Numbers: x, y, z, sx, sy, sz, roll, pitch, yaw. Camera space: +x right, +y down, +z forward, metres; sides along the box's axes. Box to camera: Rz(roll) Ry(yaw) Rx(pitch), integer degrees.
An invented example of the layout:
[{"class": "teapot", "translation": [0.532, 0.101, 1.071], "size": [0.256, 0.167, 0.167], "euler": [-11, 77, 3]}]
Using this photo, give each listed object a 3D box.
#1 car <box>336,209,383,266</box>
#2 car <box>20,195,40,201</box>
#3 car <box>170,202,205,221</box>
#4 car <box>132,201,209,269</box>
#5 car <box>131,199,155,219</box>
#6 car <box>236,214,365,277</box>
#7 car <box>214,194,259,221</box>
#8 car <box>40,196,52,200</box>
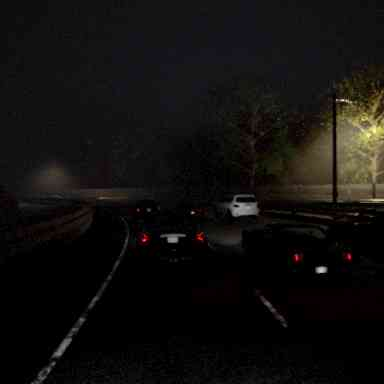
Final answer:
[{"class": "car", "translation": [6.313, 1.326, 10.914], "size": [2.097, 1.767, 4.553], "euler": [0, 0, -6]}, {"class": "car", "translation": [-40.829, 1.424, 82.919], "size": [4.553, 1.767, 2.097], "euler": [0, 0, 38]}, {"class": "car", "translation": [-0.466, 1.572, 27.990], "size": [1.994, 1.385, 4.181], "euler": [0, 0, -15]}, {"class": "car", "translation": [-0.768, 1.358, 11.407], "size": [2.097, 1.767, 4.553], "euler": [0, 0, -6]}, {"class": "car", "translation": [-3.679, 1.374, 26.514], "size": [2.097, 1.767, 4.553], "euler": [0, 0, -14]}, {"class": "car", "translation": [2.907, 1.590, 10.218], "size": [1.895, 1.301, 4.718], "euler": [0, 0, -5]}, {"class": "car", "translation": [3.467, 1.211, 26.914], "size": [2.150, 2.045, 5.566], "euler": [0, 0, -14]}, {"class": "car", "translation": [-38.684, 1.611, 85.684], "size": [4.181, 1.385, 1.994], "euler": [0, 0, 38]}]
